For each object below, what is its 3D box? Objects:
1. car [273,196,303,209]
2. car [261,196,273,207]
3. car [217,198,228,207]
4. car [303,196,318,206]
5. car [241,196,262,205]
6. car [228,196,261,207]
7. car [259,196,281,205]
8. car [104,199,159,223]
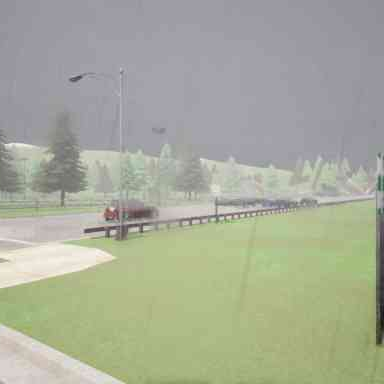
[{"bbox_3d":[13.265,1.505,45.806,1.837,1.490,4.892,0,0,35],"label":"car"},{"bbox_3d":[12.386,1.525,50.560,1.812,1.442,4.674,0,0,35],"label":"car"},{"bbox_3d":[5.338,1.564,52.767,1.994,1.385,4.181,0,0,35],"label":"car"},{"bbox_3d":[19.129,1.505,54.266,1.837,1.490,4.892,0,0,35],"label":"car"},{"bbox_3d":[11.002,1.478,60.965,1.882,1.535,5.008,0,0,35],"label":"car"},{"bbox_3d":[8.035,1.491,50.530,2.128,1.511,4.902,0,0,35],"label":"car"},{"bbox_3d":[13.869,1.491,58.958,2.128,1.511,4.902,0,0,35],"label":"car"},{"bbox_3d":[-4.663,1.351,26.202,2.097,1.767,4.553,0,0,35],"label":"car"}]
